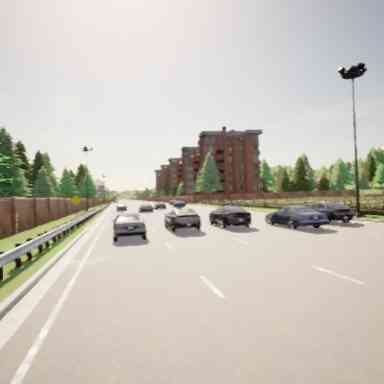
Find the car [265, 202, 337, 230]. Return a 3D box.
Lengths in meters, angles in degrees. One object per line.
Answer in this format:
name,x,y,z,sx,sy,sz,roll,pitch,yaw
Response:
car,6.606,1.593,21.580,2.033,1.411,5.357,-2,-1,-12

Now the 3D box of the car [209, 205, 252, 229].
car,2.576,1.693,23.625,1.882,1.535,5.008,-2,-1,-12

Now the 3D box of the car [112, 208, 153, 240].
car,-3.698,1.933,19.568,2.033,1.411,5.357,-2,-1,-12

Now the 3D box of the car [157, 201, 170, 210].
car,-5.877,2.534,61.753,1.812,1.442,4.674,-2,-1,-13

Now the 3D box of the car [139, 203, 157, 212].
car,-7.091,2.482,51.460,1.994,1.385,4.181,-2,-1,-12

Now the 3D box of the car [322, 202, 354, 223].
car,9.603,1.480,24.246,1.837,1.490,4.892,-2,0,-12

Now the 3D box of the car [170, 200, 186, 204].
car,-2.381,2.367,62.150,1.882,1.535,5.008,-2,-1,-13

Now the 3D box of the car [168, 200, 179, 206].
car,-5.047,2.869,89.975,2.128,1.511,4.902,-2,-1,-13

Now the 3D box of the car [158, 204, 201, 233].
car,-0.707,1.806,22.261,2.128,1.511,4.902,-2,-1,-12

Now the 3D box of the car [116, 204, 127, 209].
car,-12.411,2.751,58.920,2.033,1.411,5.357,-2,-1,-13
